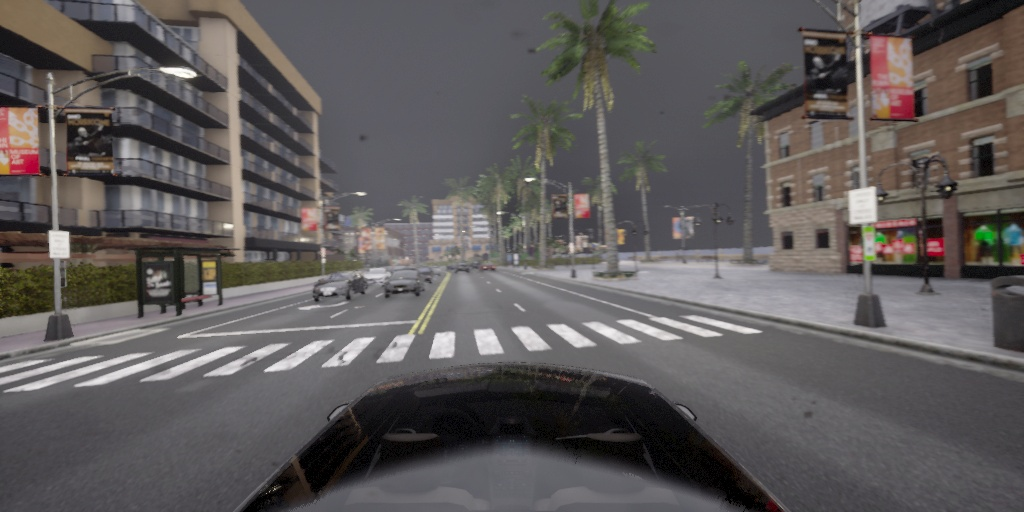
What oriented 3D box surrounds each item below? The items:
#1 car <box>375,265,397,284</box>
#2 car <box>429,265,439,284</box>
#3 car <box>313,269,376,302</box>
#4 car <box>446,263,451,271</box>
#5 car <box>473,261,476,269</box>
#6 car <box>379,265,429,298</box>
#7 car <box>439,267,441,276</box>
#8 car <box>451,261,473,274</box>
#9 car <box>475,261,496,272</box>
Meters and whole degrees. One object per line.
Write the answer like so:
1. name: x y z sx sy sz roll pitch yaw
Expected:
1. car: -10.957 1.724 29.269 1.812 1.442 4.674 -2 0 -9
2. car: -7.627 1.622 30.697 2.033 1.411 5.357 -2 0 -9
3. car: -9.632 1.629 20.434 2.128 1.511 4.902 -2 0 -8
4. car: -9.529 1.782 58.690 1.895 1.301 4.718 -2 0 -20
5. car: -6.218 1.562 59.810 1.837 1.490 4.892 -2 0 -20
6. car: -6.194 1.513 21.095 1.837 1.490 4.892 -2 0 -8
7. car: -9.456 1.759 42.700 1.895 1.301 4.718 -2 0 -9
8. car: -6.805 1.570 48.697 1.837 1.490 4.892 -2 0 -12
9. car: -3.492 1.543 50.021 1.895 1.301 4.718 -2 0 -12
